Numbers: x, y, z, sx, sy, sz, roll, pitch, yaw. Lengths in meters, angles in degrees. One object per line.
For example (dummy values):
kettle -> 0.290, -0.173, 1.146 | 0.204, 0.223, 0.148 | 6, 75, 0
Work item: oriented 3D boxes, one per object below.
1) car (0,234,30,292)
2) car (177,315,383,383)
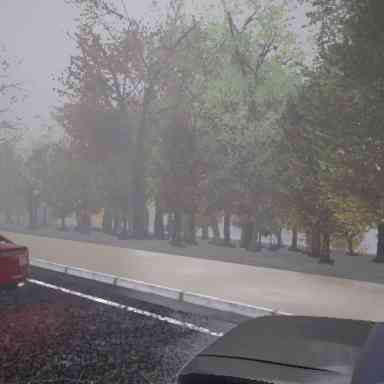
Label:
car -> -5.820, 1.476, 7.799 | 5.008, 1.535, 1.882 | 0, 0, 35
car -> 2.403, 1.547, 1.975 | 5.357, 1.411, 2.033 | 0, 0, 35
